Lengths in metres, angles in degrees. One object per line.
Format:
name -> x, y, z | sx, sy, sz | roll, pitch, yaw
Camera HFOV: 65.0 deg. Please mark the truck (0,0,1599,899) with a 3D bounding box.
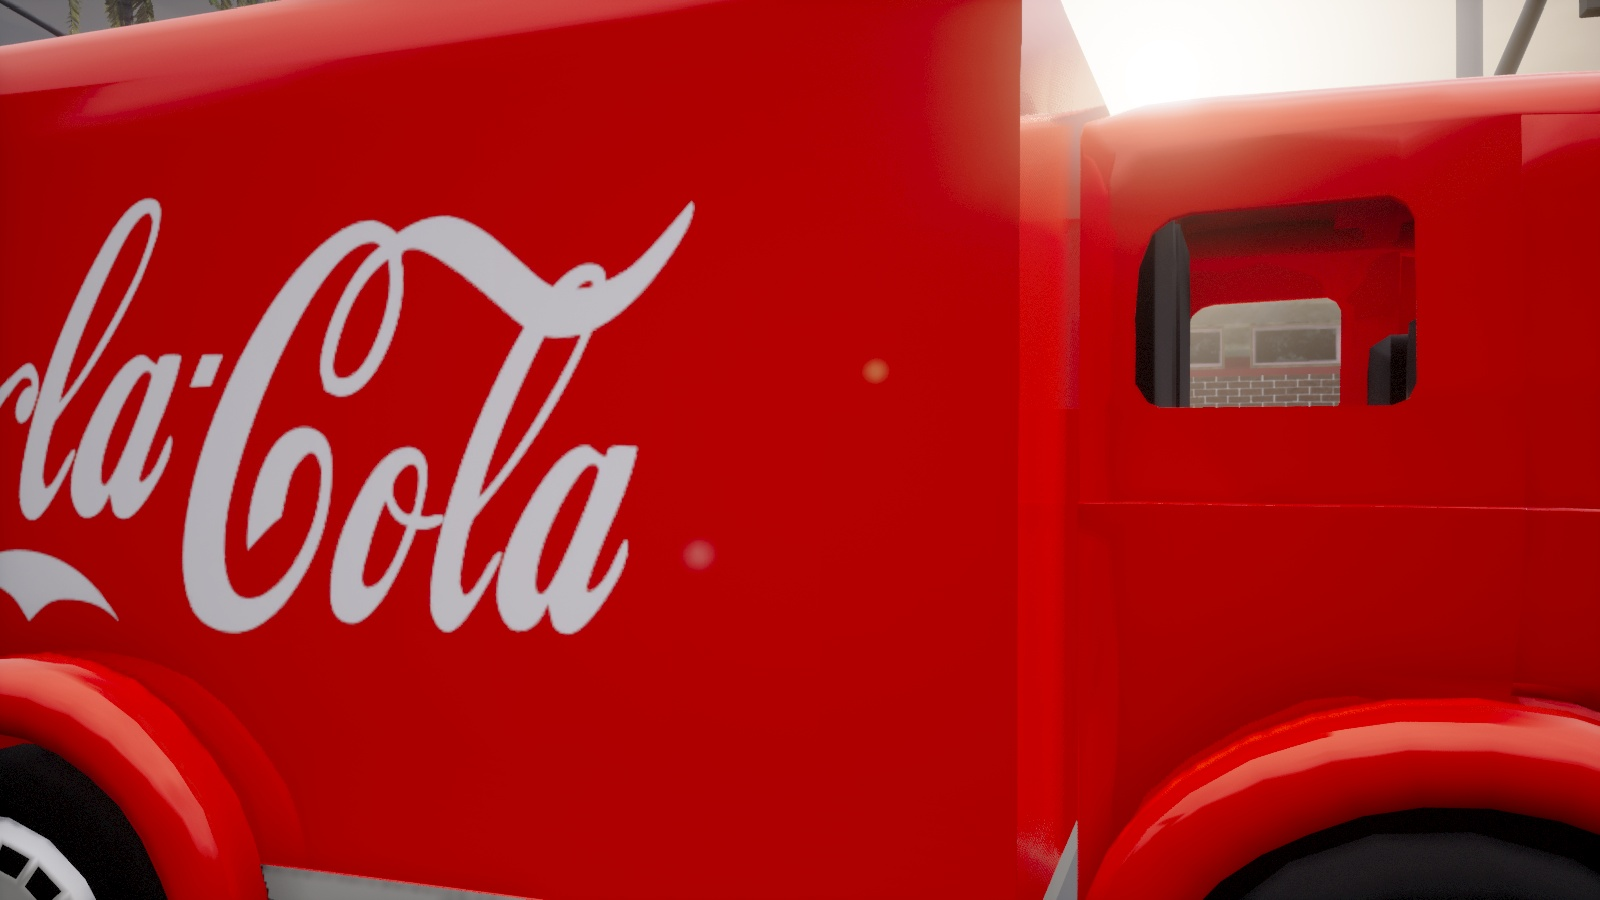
truck -> -0.068, 0.283, 3.233 | 5.204, 2.467, 2.627 | 1, 1, 20
